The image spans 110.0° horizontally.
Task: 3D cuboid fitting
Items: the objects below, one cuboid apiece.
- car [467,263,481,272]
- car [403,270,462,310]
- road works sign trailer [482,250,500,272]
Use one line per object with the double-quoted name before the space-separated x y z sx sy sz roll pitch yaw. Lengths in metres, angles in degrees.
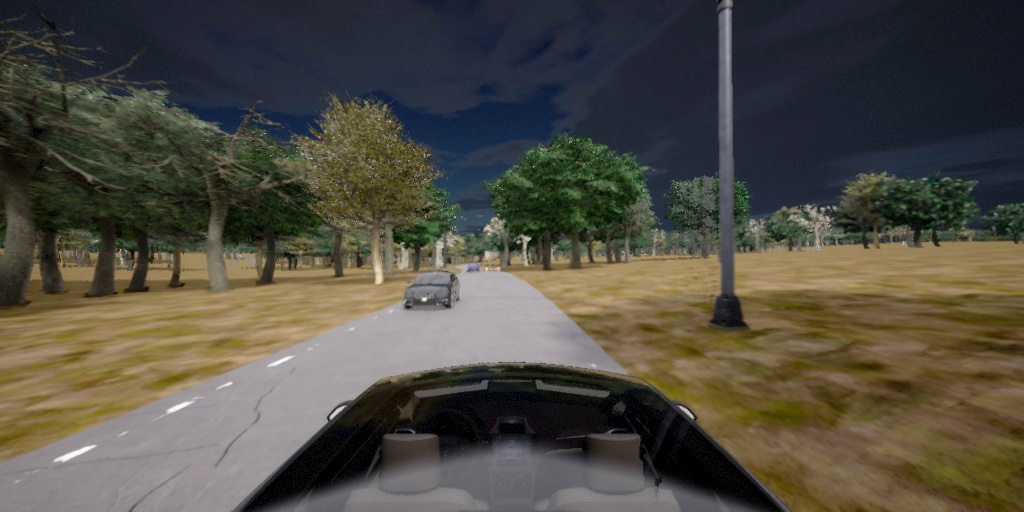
"car" -6.124 1.825 57.681 1.882 1.535 5.008 0 -1 -6
"car" -3.300 1.376 15.622 1.837 1.490 4.892 0 0 -2
"road works sign trailer" -3.278 0.837 59.801 2.380 3.560 2.880 0 0 -7
